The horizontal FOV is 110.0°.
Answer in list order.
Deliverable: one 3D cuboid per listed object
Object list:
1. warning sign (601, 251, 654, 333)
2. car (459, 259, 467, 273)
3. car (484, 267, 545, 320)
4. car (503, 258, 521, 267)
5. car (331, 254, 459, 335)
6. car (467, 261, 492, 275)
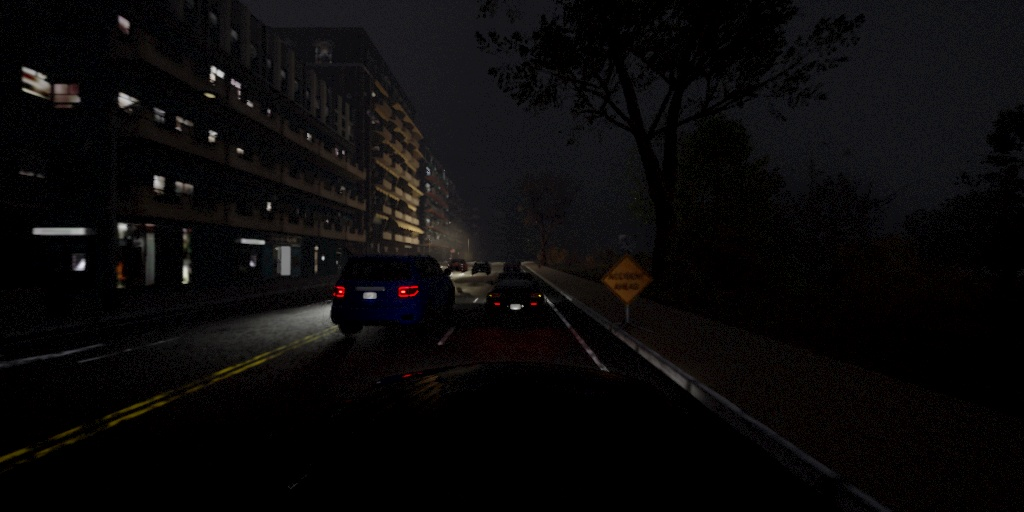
[{"bbox_3d":[2.850,0.865,8.870,1.300,1.860,1.060,0,0,0],"label":"warning sign"},{"bbox_3d":[-6.506,1.102,42.790,2.097,1.767,4.553,0,0,0],"label":"car"},{"bbox_3d":[0.101,1.275,12.479,1.812,1.442,4.674,0,0,0],"label":"car"},{"bbox_3d":[0.011,1.229,39.184,1.882,1.535,5.008,0,0,0],"label":"car"},{"bbox_3d":[-3.149,0.971,10.632,2.150,2.045,5.566,0,0,0],"label":"car"},{"bbox_3d":[-3.248,1.244,38.485,2.128,1.511,4.902,0,0,0],"label":"car"}]
